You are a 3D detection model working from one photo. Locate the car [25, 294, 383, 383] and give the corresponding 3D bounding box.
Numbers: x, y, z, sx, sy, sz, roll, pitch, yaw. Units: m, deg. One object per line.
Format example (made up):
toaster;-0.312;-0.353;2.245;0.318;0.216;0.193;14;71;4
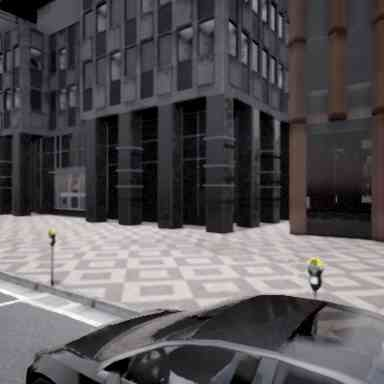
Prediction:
car;0.464;1.564;2.632;4.313;1.339;1.947;0;0;36
